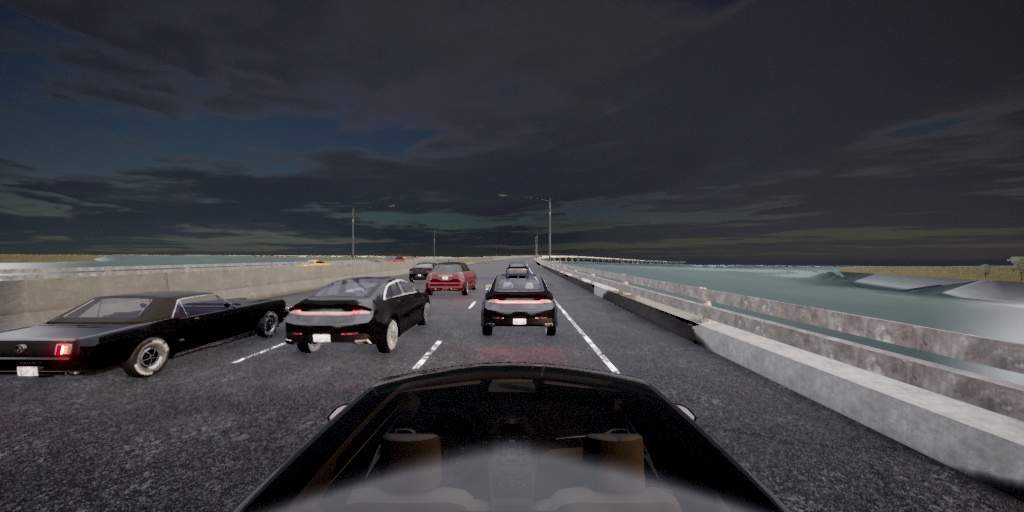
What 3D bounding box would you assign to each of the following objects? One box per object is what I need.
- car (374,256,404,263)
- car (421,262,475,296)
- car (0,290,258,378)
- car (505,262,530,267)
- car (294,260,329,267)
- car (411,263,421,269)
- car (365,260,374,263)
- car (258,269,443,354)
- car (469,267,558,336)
[{"bbox_3d":[-16.781,0.966,50.252,2.150,2.045,5.566,0,0,2],"label":"car"},{"bbox_3d":[-3.204,1.103,19.679,2.097,1.767,4.553,0,0,2],"label":"car"},{"bbox_3d":[-6.852,1.352,7.312,1.895,1.301,4.718,0,0,1],"label":"car"},{"bbox_3d":[0.463,1.241,30.040,2.128,1.511,4.902,0,0,1],"label":"car"},{"bbox_3d":[-23.967,1.228,43.012,1.882,1.535,5.008,0,0,1],"label":"car"},{"bbox_3d":[-6.567,1.229,28.136,1.882,1.535,5.008,0,0,1],"label":"car"},{"bbox_3d":[-20.235,1.293,51.711,2.033,1.411,5.357,0,0,2],"label":"car"},{"bbox_3d":[-3.336,1.241,8.758,2.128,1.511,4.902,0,0,1],"label":"car"},{"bbox_3d":[0.186,1.242,10.392,2.128,1.511,4.902,0,0,0],"label":"car"}]
